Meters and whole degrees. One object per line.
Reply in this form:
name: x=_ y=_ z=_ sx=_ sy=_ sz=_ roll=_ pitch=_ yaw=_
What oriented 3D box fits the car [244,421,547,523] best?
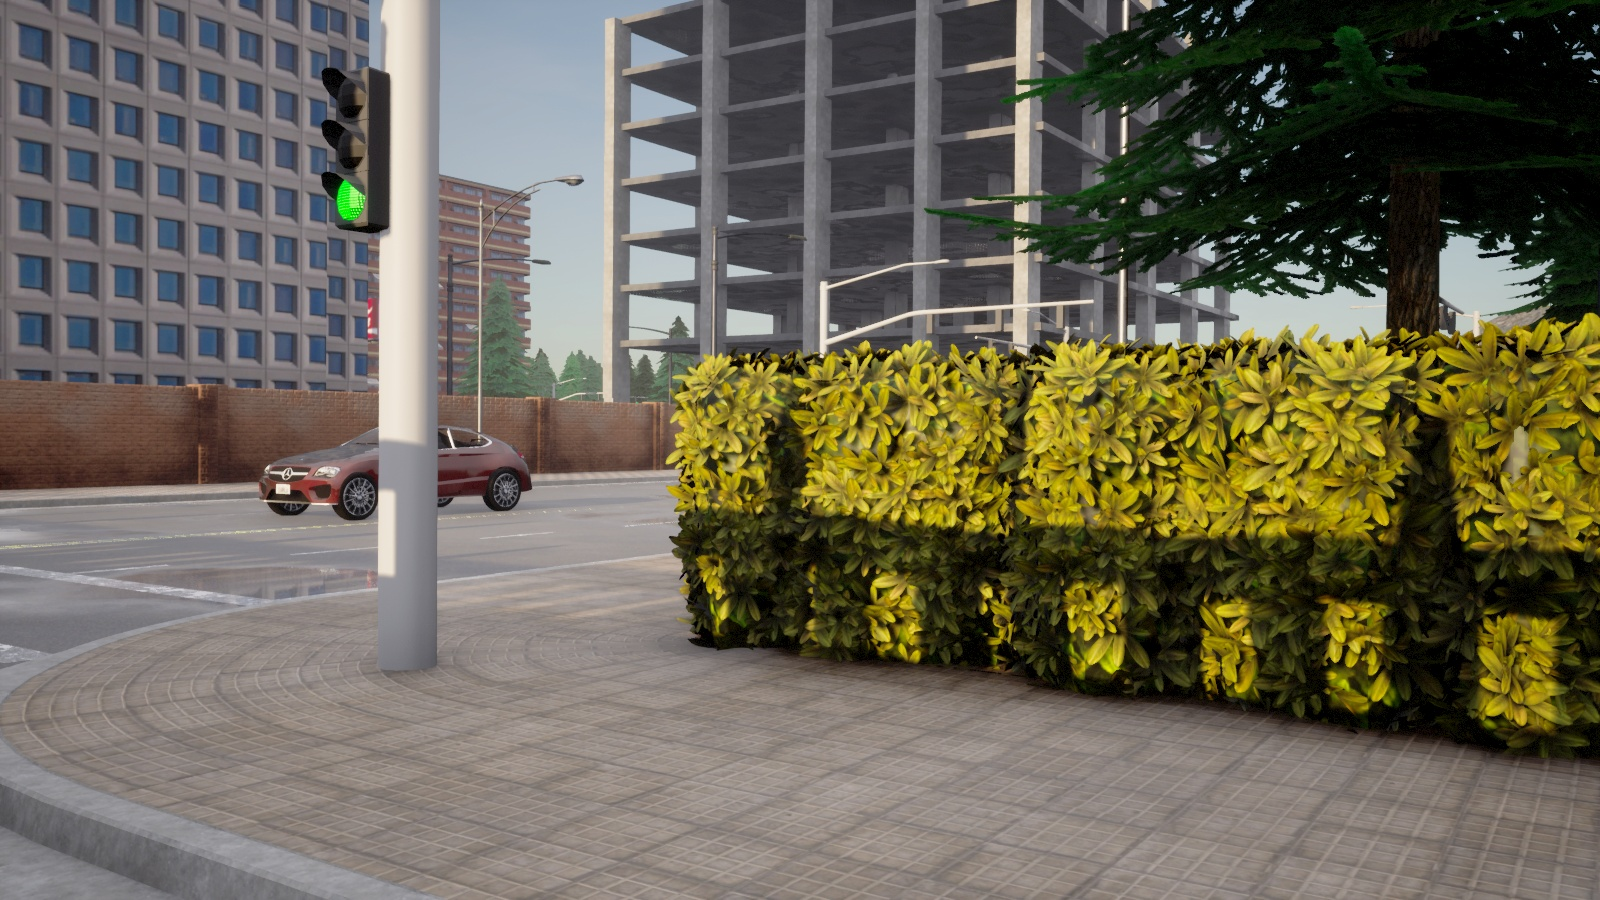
car: x=-7.250 y=0.316 z=23.069 sx=2.152 sy=1.651 sz=5.027 roll=0 pitch=1 yaw=33
